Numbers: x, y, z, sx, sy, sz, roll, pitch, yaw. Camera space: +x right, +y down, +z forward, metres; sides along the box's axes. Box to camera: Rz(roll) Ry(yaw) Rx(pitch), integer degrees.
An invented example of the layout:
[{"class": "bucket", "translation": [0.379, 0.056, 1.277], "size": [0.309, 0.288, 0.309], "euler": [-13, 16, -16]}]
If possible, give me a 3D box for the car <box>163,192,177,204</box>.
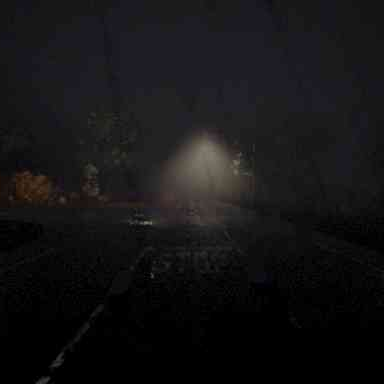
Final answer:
[{"class": "car", "translation": [-3.611, 0.946, 55.120], "size": [2.150, 2.045, 5.566], "euler": [0, 0, 0]}]
